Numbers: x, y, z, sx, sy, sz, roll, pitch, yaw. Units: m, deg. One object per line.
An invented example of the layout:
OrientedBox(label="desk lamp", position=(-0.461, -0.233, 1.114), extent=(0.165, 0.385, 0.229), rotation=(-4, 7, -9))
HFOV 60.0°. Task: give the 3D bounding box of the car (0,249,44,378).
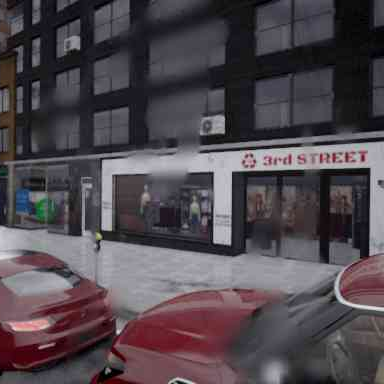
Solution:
OrientedBox(label="car", position=(-2.965, 1.579, 5.176), extent=(4.206, 1.307, 1.802), rotation=(0, 1, 35))

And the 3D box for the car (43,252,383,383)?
OrientedBox(label="car", position=(1.589, 1.315, 1.941), extent=(5.009, 1.841, 2.192), rotation=(0, 1, 35))
